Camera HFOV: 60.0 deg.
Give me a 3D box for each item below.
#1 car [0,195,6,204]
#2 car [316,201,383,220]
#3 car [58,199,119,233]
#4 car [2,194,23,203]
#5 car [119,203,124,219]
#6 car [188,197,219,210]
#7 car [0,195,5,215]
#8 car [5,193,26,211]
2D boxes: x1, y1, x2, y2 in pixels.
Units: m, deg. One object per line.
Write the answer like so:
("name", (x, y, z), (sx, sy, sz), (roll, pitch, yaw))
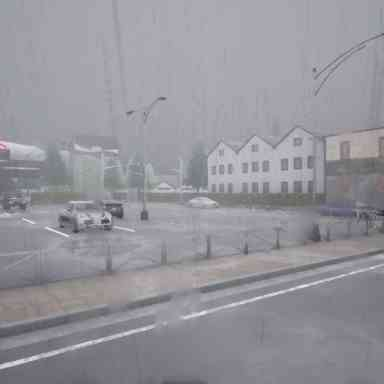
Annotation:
("car", (-39.548, 1.495, 65.854), (4.611, 1.667, 2.242), (0, 0, -36))
("car", (12.064, 1.371, 25.401), (2.033, 1.411, 5.357), (0, 0, -35))
("car", (-5.683, 1.248, 17.625), (1.970, 1.475, 3.806), (0, 0, -36))
("car", (-39.319, 1.328, 72.983), (3.866, 1.878, 1.905), (0, 0, -36))
("car", (-6.810, 1.313, 25.488), (2.007, 1.523, 4.514), (0, 0, -36))
("car", (1.342, 1.349, 40.487), (1.812, 1.442, 4.674), (0, 0, -36))
("car", (-18.283, 1.113, 29.585), (1.932, 1.855, 4.605), (0, 0, -36))
("car", (-20.193, 1.092, 37.895), (1.905, 1.878, 3.866), (0, 0, -36))
